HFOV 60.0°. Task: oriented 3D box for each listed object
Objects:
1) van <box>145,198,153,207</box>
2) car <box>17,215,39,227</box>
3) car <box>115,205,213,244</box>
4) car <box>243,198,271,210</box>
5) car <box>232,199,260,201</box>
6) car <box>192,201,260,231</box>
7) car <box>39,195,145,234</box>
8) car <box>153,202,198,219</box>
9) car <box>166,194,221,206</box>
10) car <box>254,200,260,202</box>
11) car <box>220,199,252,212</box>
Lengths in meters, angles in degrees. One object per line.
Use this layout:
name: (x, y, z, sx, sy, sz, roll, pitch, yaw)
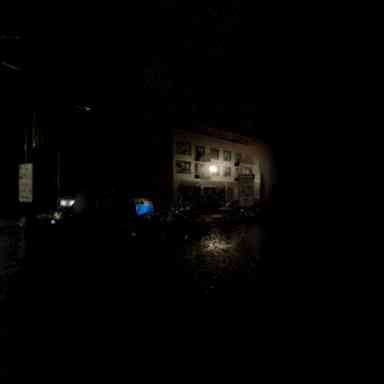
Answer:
van: (-4.744, 1.332, 25.339, 1.690, 1.788, 3.998, 0, 0, 36)
car: (-8.174, 1.515, 20.613, 1.752, 1.417, 4.829, 0, 0, 36)
car: (-1.165, 1.556, 15.757, 2.008, 1.369, 4.403, 0, 0, 36)
car: (8.577, 1.545, 43.692, 1.947, 1.339, 4.313, 0, 0, 36)
car: (6.491, 1.591, 36.424, 1.895, 1.301, 4.718, 0, 0, 36)
car: (2.265, 1.532, 20.481, 1.752, 1.417, 4.829, 0, 0, 36)
car: (-5.668, 1.217, 19.695, 2.150, 2.045, 5.566, 0, 0, 36)
car: (-1.413, 1.573, 29.928, 1.802, 1.307, 4.206, 0, 0, 36)
car: (0.422, 1.218, 28.077, 2.150, 2.045, 5.566, 0, 0, 36)
car: (5.595, 1.532, 25.069, 1.752, 1.417, 4.829, 0, 0, 36)
car: (5.248, 1.550, 39.104, 1.947, 1.339, 4.313, 0, 0, 36)
